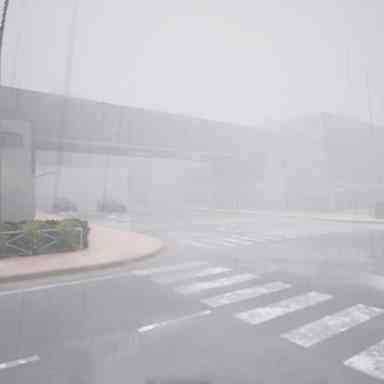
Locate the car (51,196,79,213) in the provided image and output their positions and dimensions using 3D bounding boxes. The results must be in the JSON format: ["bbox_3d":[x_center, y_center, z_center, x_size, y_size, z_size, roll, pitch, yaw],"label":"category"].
[{"bbox_3d":[-14.530,1.550,37.775,2.033,1.411,5.357,0,0,-36],"label":"car"}]

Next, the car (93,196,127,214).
[{"bbox_3d":[-8.604,1.481,35.558,1.882,1.535,5.008,0,0,-36],"label":"car"}]

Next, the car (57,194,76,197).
[{"bbox_3d":[-20.359,1.502,51.943,2.128,1.511,4.902,0,0,-36],"label":"car"}]
